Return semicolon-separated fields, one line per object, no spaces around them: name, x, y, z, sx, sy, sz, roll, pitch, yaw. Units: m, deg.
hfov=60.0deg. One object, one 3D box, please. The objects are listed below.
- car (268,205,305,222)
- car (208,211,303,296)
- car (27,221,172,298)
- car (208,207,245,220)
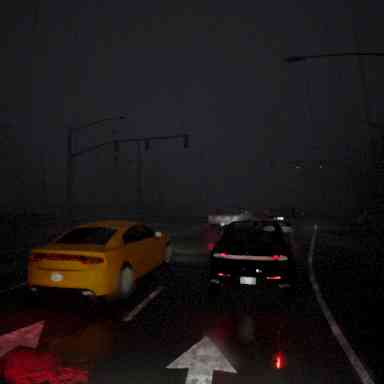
car;5.089;1.515;18.475;1.837;1.490;4.892;0;0;21
car;1.668;1.496;8.785;2.128;1.511;4.902;0;0;14
car;-1.985;1.481;8.698;1.882;1.535;5.008;0;0;13
car;2.619;1.610;21.793;1.895;1.301;4.718;0;0;21
